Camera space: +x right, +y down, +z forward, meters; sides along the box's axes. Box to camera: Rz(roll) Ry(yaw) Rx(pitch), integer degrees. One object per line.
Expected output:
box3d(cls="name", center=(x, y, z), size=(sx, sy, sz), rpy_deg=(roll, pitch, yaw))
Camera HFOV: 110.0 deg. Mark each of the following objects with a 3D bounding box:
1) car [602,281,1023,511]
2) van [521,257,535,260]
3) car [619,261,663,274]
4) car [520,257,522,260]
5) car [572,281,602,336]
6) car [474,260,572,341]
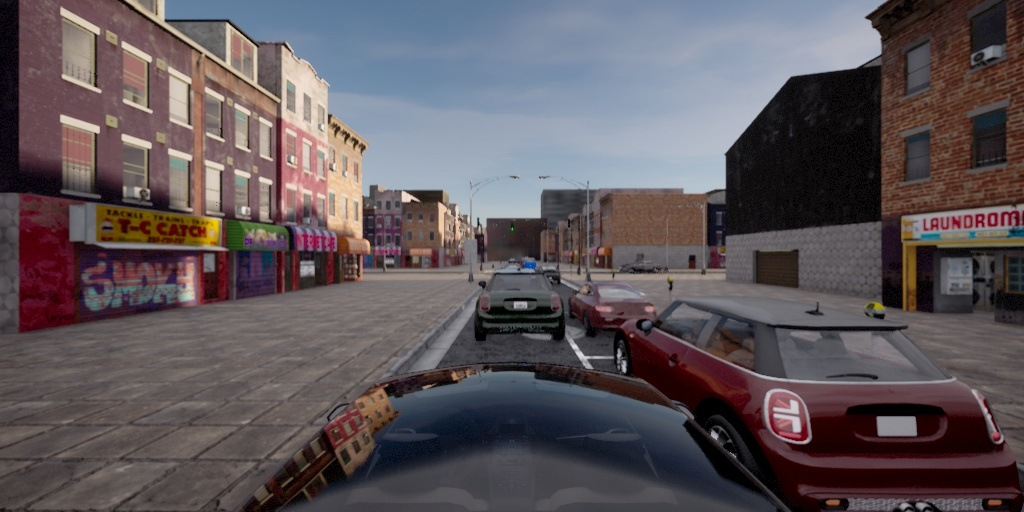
box3d(cls="car", center=(2.640, 1.191, 4.398), size=(1.967, 1.591, 4.097), rpy_deg=(0, 0, 0))
box3d(cls="van", center=(2.702, 1.196, 54.116), size=(1.690, 1.789, 3.998), rpy_deg=(0, 0, 0))
box3d(cls="car", center=(15.112, 1.314, 42.146), size=(4.902, 1.511, 2.128), rpy_deg=(0, 0, 0))
box3d(cls="car", center=(2.708, 1.311, 59.591), size=(1.967, 1.591, 4.097), rpy_deg=(0, 0, 0))
box3d(cls="car", center=(2.647, 1.337, 10.077), size=(1.802, 1.307, 4.207), rpy_deg=(0, 0, 0))
box3d(cls="car", center=(0.123, 1.107, 10.046), size=(2.097, 1.767, 4.553), rpy_deg=(0, 0, -2))
